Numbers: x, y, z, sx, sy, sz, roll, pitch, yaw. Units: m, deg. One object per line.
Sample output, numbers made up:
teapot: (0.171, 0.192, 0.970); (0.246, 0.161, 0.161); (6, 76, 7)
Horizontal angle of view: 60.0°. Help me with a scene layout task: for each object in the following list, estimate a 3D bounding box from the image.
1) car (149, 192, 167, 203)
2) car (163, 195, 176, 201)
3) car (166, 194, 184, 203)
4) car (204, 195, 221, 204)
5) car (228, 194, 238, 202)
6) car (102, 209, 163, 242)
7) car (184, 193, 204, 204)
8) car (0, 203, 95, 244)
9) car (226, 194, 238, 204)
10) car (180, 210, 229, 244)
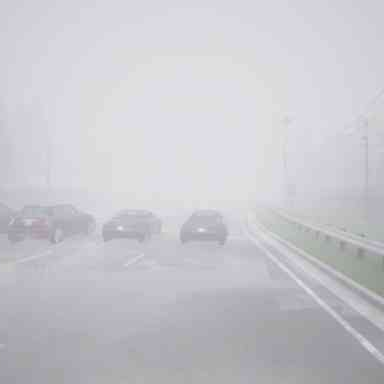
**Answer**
car: (-6.512, 1.080, 63.389); (2.150, 2.045, 5.566); (0, 0, 8)
car: (-4.989, 1.266, 73.698); (1.895, 1.301, 4.718); (0, 0, 8)
car: (-2.989, 1.464, 63.291); (1.895, 1.301, 4.718); (0, 0, 8)
car: (3.936, 1.476, 62.267); (1.895, 1.301, 4.718); (0, 0, 8)
car: (8.857, 1.220, 71.621); (2.128, 1.511, 4.902); (0, 0, 8)
car: (-2.769, 1.526, 16.220); (1.994, 1.385, 4.181); (0, 0, 8)
car: (0.408, 1.362, 62.337); (2.128, 1.511, 4.902); (0, 0, 8)
car: (-6.378, 1.310, 15.729); (2.097, 1.767, 4.553); (0, 0, 8)
car: (7.333, 1.373, 61.313); (2.128, 1.511, 4.902); (0, 0, 8)
car: (0.690, 1.532, 15.685); (1.994, 1.385, 4.181); (0, 0, 8)
